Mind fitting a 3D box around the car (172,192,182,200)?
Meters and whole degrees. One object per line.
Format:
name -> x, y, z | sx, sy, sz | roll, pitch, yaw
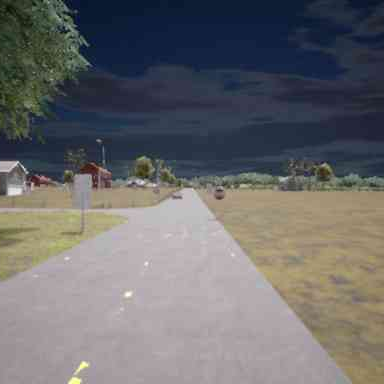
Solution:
car -> -2.840, 0.706, 64.193 | 1.882, 1.535, 5.008 | 0, 2, 0
